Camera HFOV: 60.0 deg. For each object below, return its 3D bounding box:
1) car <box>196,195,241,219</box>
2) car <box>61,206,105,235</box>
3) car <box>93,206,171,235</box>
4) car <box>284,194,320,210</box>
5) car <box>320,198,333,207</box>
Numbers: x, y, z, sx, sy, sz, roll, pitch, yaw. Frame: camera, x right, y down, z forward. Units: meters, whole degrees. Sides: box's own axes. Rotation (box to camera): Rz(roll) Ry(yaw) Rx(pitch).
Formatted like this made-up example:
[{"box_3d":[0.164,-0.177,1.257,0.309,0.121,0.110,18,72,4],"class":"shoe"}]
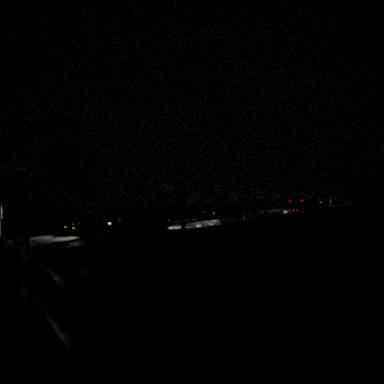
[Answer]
[{"box_3d":[2.635,1.386,31.768,2.150,2.045,5.566,-3,-1,36],"class":"car"},{"box_3d":[-5.583,1.676,20.311,1.837,1.490,4.892,-3,-2,36],"class":"car"},{"box_3d":[-3.104,1.604,18.873,1.994,1.385,4.181,-3,-2,36],"class":"car"},{"box_3d":[14.280,1.276,43.020,2.150,2.045,5.566,-3,-2,36],"class":"car"},{"box_3d":[20.349,1.613,51.523,2.033,1.411,5.357,-3,-2,36],"class":"car"}]
